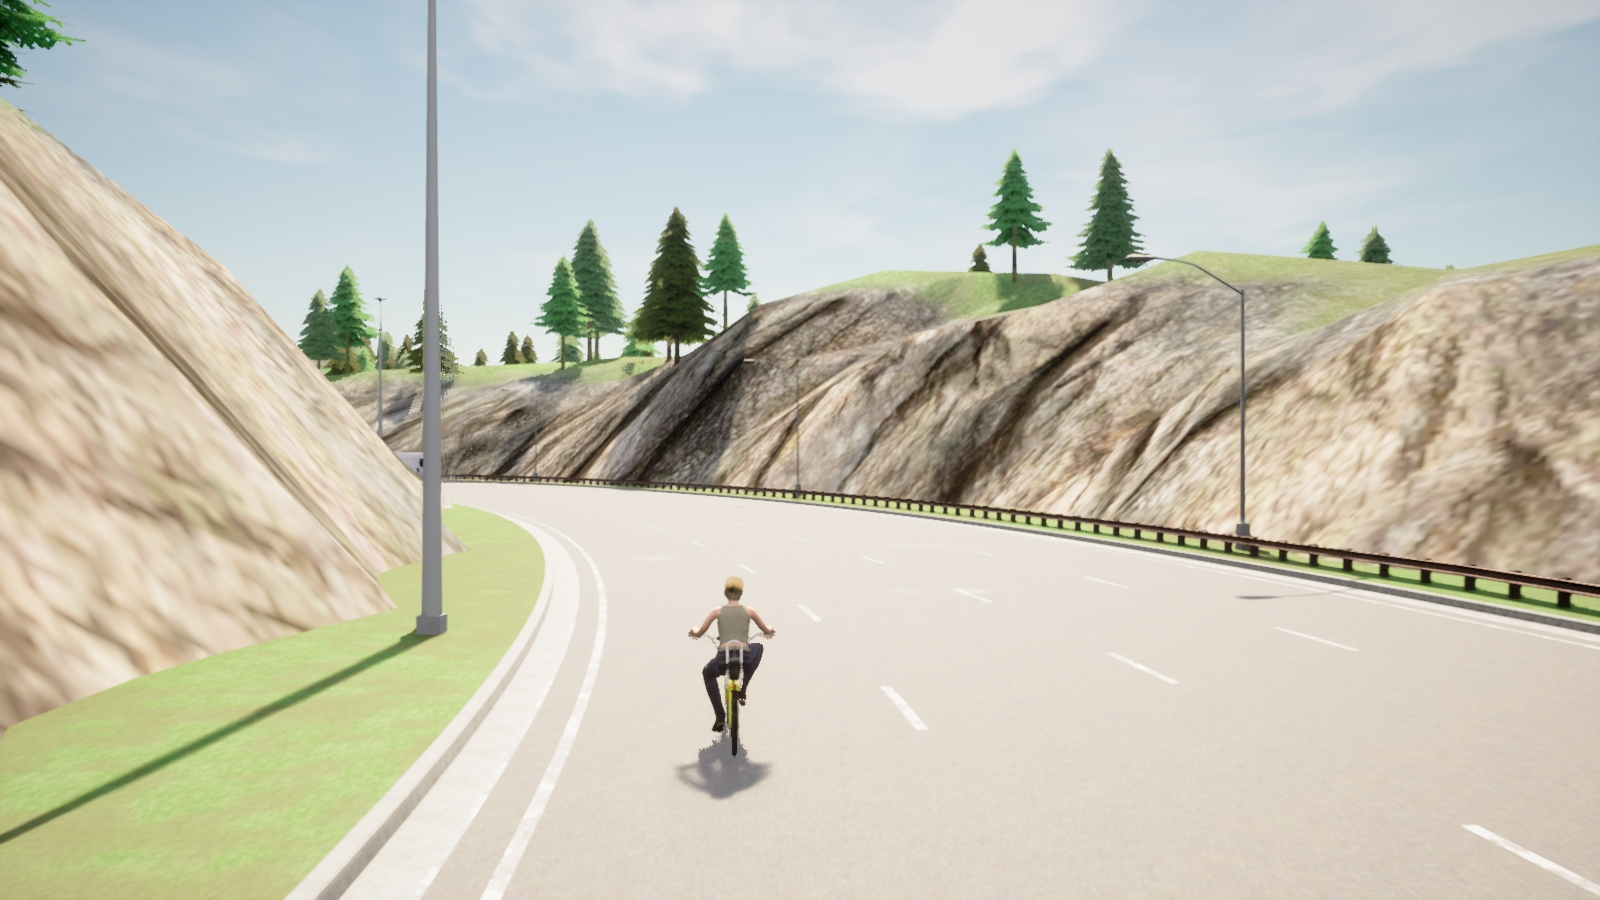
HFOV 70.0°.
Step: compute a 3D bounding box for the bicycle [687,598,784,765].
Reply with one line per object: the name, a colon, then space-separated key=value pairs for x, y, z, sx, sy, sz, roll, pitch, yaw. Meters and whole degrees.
bicycle: x=-0.642 y=2.155 z=10.906 sx=0.859 sy=1.276 sz=1.487 roll=0 pitch=0 yaw=-5
